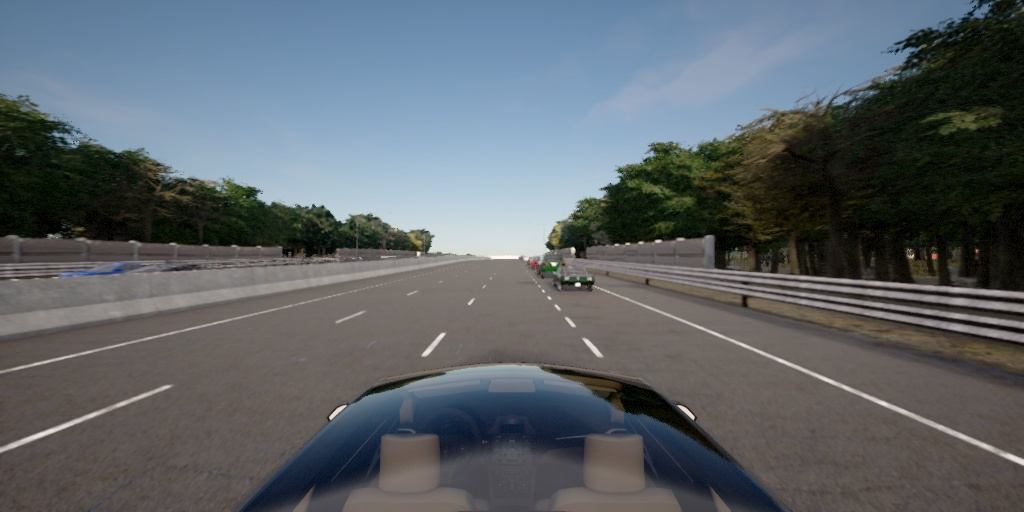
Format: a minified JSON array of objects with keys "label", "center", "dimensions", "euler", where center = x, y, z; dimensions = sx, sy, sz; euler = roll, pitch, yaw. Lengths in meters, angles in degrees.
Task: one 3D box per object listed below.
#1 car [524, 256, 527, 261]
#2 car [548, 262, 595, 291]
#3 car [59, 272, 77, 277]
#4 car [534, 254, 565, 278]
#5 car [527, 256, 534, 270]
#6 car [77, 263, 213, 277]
[{"label":"car","center":[3.492,0.861,60.181],"dimensions":[1.882,1.535,5.008],"euler":[0,1,0]},{"label":"car","center":[3.498,1.225,21.245],"dimensions":[1.895,1.301,4.718],"euler":[0,0,0]},{"label":"car","center":[-24.511,1.158,22.200],"dimensions":[1.882,1.535,5.008],"euler":[0,0,0]},{"label":"car","center":[3.496,0.810,32.481],"dimensions":[2.150,2.045,5.566],"euler":[0,0,0]},{"label":"car","center":[3.494,0.855,48.140],"dimensions":[2.097,1.767,4.553],"euler":[0,1,0]},{"label":"car","center":[-17.554,1.212,17.783],"dimensions":[1.837,1.490,4.892],"euler":[0,0,0]}]
